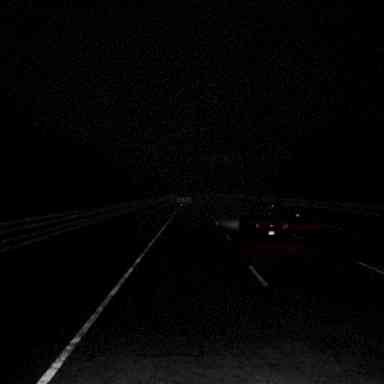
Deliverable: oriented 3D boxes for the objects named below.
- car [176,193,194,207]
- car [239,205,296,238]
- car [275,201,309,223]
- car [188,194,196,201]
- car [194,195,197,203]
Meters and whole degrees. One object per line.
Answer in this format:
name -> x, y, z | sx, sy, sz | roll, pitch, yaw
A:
car -> -1.212, 1.131, 49.399 | 2.150, 2.045, 5.566 | 0, 0, 0
car -> 3.604, 1.558, 17.282 | 1.895, 1.301, 4.718 | 0, 0, 0
car -> 7.107, 1.419, 24.837 | 1.882, 1.535, 5.008 | 0, 0, 0
car -> 0.023, 1.371, 82.870 | 1.837, 1.490, 4.892 | 0, 0, 0
car -> 0.019, 1.380, 67.370 | 1.837, 1.490, 4.892 | 0, 0, 0
